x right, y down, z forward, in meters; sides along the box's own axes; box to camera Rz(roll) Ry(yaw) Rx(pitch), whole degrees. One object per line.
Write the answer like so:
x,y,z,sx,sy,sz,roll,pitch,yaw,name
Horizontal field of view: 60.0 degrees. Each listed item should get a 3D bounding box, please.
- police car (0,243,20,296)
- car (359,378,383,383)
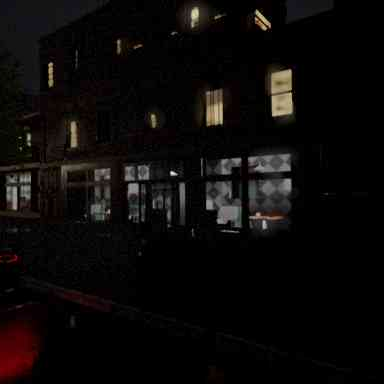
-5.898,1.422,7.465,5.238,1.638,1.930,0,0,36,police car
2.550,1.566,1.068,4.313,1.339,1.947,0,-1,36,car
